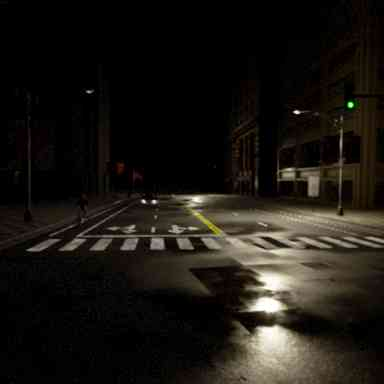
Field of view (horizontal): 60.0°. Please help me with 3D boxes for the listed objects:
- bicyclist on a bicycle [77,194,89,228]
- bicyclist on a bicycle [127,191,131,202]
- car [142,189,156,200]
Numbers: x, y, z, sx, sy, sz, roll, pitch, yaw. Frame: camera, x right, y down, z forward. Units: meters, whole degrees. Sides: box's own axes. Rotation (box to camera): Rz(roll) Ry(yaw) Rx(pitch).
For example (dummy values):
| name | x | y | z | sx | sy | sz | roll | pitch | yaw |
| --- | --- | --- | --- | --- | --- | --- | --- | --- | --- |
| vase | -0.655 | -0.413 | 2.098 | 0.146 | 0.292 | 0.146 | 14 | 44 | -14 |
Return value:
| name | x | y | z | sx | sy | sz | roll | pitch | yaw |
| --- | --- | --- | --- | --- | --- | --- | --- | --- | --- |
| bicyclist on a bicycle | -5.999 | 1.015 | 18.153 | 0.659 | 1.776 | 1.843 | 0 | 1 | -5 |
| bicyclist on a bicycle | -8.405 | 0.644 | 44.616 | 0.582 | 1.620 | 1.656 | 0 | 1 | -5 |
| car | -7.074 | 0.388 | 54.975 | 2.097 | 1.767 | 4.553 | 0 | 1 | -5 |
